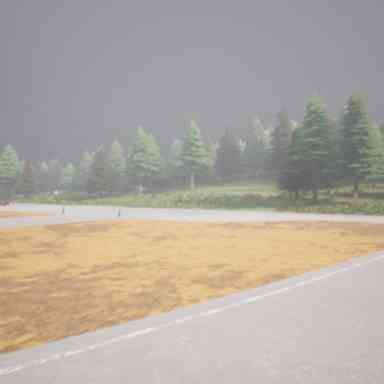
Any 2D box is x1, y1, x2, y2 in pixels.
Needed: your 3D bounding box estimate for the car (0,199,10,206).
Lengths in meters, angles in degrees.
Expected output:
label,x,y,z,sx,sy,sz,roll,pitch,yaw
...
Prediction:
label,x,y,z,sx,sy,sz,roll,pitch,yaw
car,-30.930,1.572,52.123,1.994,1.381,4.181,0,0,32
